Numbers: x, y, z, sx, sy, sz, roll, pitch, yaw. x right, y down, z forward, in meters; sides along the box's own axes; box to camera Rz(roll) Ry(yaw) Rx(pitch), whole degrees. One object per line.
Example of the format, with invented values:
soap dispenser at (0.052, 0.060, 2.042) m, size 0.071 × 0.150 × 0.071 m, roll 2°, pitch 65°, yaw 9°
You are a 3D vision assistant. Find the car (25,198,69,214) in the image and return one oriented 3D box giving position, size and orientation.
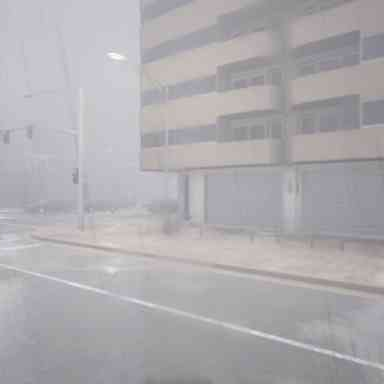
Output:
car at (-14.711, 1.447, 34.564) m, size 1.837 × 1.490 × 4.892 m, roll 0°, pitch 0°, yaw 36°

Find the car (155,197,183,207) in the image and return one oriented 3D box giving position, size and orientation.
car at (-3.373, 1.507, 50.077) m, size 1.994 × 1.385 × 4.181 m, roll 0°, pitch 0°, yaw 36°

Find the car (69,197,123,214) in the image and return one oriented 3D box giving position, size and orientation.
car at (-10.001, 1.453, 35.077) m, size 1.837 × 1.490 × 4.892 m, roll 0°, pitch 0°, yaw 36°

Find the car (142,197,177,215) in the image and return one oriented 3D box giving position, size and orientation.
car at (-2.154, 1.509, 33.613) m, size 2.033 × 1.411 × 5.357 m, roll 0°, pitch 0°, yaw 36°

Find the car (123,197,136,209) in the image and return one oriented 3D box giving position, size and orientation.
car at (-9.249, 1.447, 42.041) m, size 1.837 × 1.490 × 4.892 m, roll 0°, pitch 0°, yaw 36°
